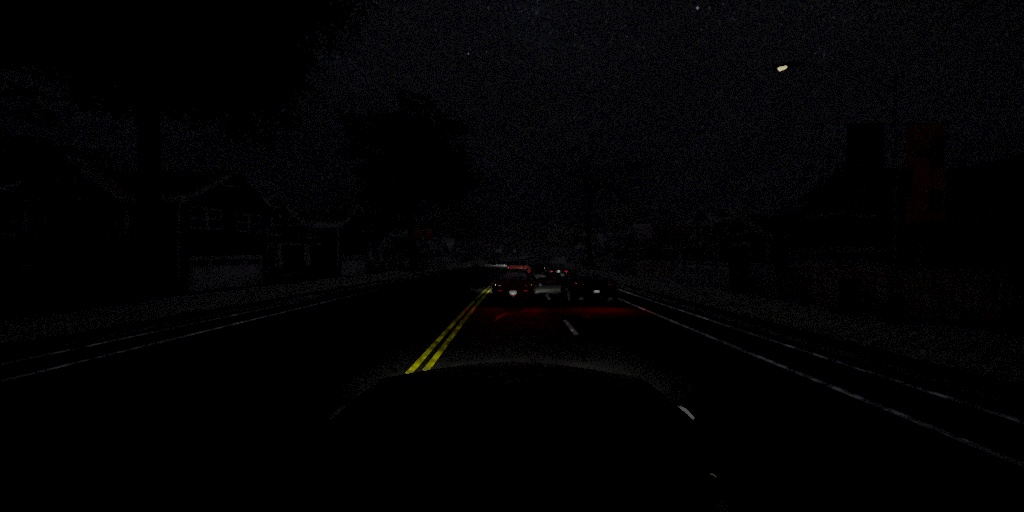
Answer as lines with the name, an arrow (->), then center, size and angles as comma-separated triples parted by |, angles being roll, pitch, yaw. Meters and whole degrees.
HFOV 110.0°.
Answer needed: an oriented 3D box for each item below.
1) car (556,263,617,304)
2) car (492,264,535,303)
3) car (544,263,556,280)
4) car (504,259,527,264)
car -> 3.342, 1.230, 16.406 | 1.882, 1.535, 5.008 | 0, 0, 1
car -> 0.092, 1.278, 16.469 | 1.812, 1.442, 4.674 | 0, 0, 1
car -> 3.834, 1.299, 31.295 | 2.033, 1.411, 5.357 | 0, 0, 2
car -> 0.585, 1.101, 31.396 | 2.097, 1.767, 4.553 | 0, 0, 2
